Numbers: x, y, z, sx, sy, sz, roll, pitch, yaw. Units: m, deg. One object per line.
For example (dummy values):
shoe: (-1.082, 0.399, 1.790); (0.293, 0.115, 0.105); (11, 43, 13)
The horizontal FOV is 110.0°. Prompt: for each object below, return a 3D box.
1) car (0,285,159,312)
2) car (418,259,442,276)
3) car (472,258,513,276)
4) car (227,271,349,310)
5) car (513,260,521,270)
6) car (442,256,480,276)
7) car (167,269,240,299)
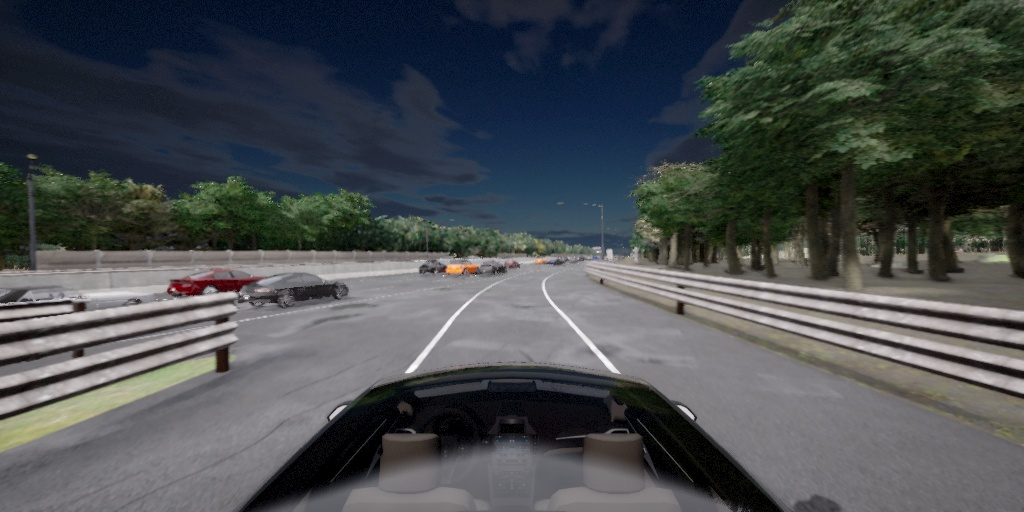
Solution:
car: (-14.815, 1.596, 11.594); (1.895, 1.301, 4.718); (-1, 0, 19)
car: (-8.596, 1.396, 40.342); (1.837, 1.490, 4.892); (-1, 0, 19)
car: (-1.977, 1.314, 38.060); (2.128, 1.511, 4.902); (-1, 0, 19)
car: (-9.561, 1.457, 16.094); (1.812, 1.442, 4.674); (-1, 0, 19)
car: (-0.114, 1.313, 54.183); (1.812, 1.442, 4.674); (-1, 0, 19)
car: (-5.302, 1.209, 39.159); (2.097, 1.767, 4.553); (-1, 0, 19)
car: (-15.686, 1.469, 19.802); (1.882, 1.535, 5.008); (-1, 0, 19)
